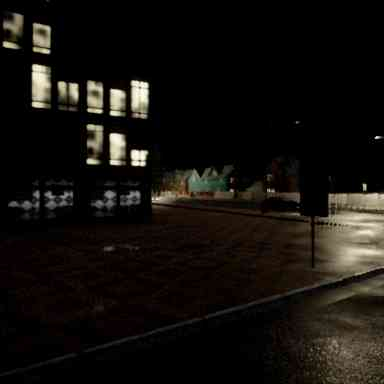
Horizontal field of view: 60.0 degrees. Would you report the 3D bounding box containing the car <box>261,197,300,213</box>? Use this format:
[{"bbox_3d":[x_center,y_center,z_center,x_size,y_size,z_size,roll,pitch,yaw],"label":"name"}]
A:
[{"bbox_3d":[8.260,1.138,30.665,1.994,1.385,4.181,0,1,-28],"label":"car"}]
